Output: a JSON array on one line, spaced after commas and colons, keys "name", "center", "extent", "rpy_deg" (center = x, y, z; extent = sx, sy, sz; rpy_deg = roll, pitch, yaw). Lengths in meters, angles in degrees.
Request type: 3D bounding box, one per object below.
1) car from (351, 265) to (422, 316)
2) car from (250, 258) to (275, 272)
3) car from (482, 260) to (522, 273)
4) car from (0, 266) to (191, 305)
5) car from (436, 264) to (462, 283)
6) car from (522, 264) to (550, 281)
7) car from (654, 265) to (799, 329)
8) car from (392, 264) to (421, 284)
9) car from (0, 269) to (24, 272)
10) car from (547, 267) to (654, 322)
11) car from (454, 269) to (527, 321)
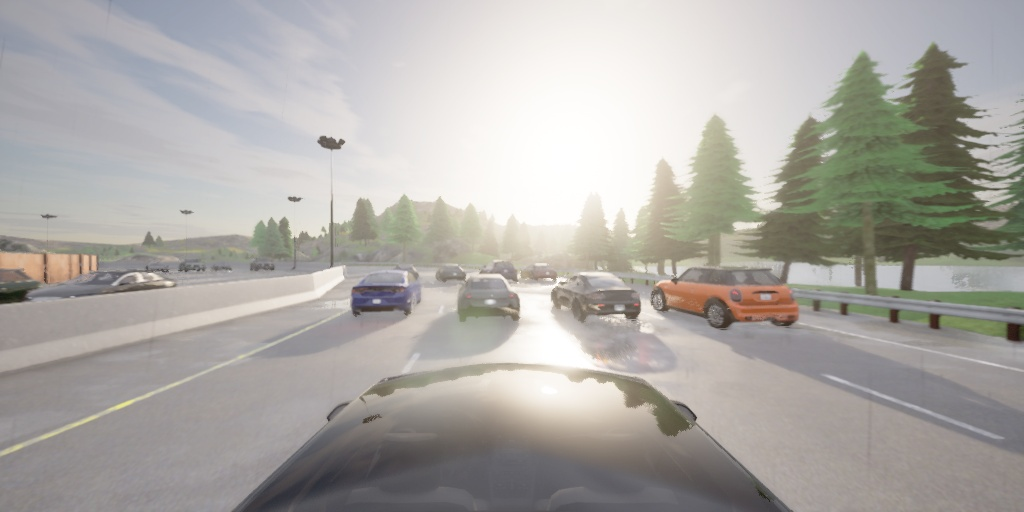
[{"name": "car", "center": [-4.570, 1.262, 13.658], "extent": [1.882, 1.535, 5.008], "rpy_deg": [0, 0, -8]}, {"name": "car", "center": [-35.767, 1.240, 51.394], "extent": [5.566, 2.045, 2.150], "rpy_deg": [0, 0, 44]}, {"name": "car", "center": [-1.135, 1.126, 28.648], "extent": [2.097, 1.767, 4.553], "rpy_deg": [0, 0, -18]}, {"name": "car", "center": [-15.422, 1.340, 13.850], "extent": [2.128, 1.511, 4.902], "rpy_deg": [0, 0, -11]}, {"name": "car", "center": [-4.991, 1.361, 29.133], "extent": [1.994, 1.385, 4.181], "rpy_deg": [0, 0, -19]}, {"name": "car", "center": [2.131, 1.320, 29.851], "extent": [1.994, 1.385, 4.181], "rpy_deg": [0, 0, -19]}, {"name": "car", "center": [6.282, 1.071, 11.294], "extent": [2.097, 1.767, 4.553], "rpy_deg": [0, 0, -6]}, {"name": "car", "center": [-8.582, 1.382, 28.835], "extent": [1.994, 1.385, 4.181], "rpy_deg": [0, 0, -20]}, {"name": "car", "center": [-18.609, 1.217, 11.724], "extent": [2.097, 1.767, 4.553], "rpy_deg": [0, 0, -10]}, {"name": "car", "center": [2.687, 1.267, 12.185], "extent": [1.812, 1.442, 4.674], "rpy_deg": [0, 0, -7]}, {"name": "car", "center": [-0.903, 1.326, 12.561], "extent": [1.994, 1.385, 4.181], "rpy_deg": [0, 0, -8]}]
